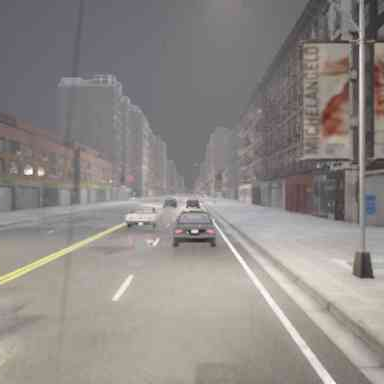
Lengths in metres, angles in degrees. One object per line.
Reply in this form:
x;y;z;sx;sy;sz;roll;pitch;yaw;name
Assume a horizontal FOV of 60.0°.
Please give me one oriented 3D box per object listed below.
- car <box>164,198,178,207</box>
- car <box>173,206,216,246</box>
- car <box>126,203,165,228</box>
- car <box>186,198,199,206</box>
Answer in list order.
-3.132;1.596;49.080;1.837;1.490;4.892;0;0;0;car
0.104;1.578;15.373;2.033;1.411;5.357;0;0;0;car
-3.142;1.646;22.575;1.895;1.301;4.718;0;0;0;car
0.118;1.570;50.193;1.882;1.535;5.008;0;0;0;car
